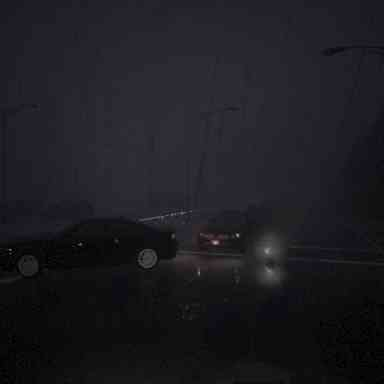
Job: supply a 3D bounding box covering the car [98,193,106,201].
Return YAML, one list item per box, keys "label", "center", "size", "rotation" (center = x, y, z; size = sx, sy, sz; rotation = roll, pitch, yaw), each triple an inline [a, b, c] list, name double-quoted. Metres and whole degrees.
- label: "car"
  center: [-20.299, 1.013, 70.935]
  size: [3.866, 1.878, 1.905]
  rotation: [0, 0, 18]

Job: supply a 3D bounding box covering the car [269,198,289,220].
- label: "car"
  center: [5.838, 1.474, 24.975]
  size: [2.128, 1.511, 4.902]
  rotation: [0, 0, 19]

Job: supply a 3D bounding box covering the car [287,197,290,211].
- label: "car"
  center: [7.709, 1.486, 30.541]
  size: [1.837, 1.490, 4.892]
  rotation: [0, 0, 19]

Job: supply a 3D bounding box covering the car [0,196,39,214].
- label: "car"
  center: [-15.152, 1.355, 29.404]
  size: [3.806, 1.475, 1.970]
  rotation: [0, 0, 18]

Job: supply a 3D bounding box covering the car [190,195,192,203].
- label: "car"
  center: [-2.484, 1.052, 44.674]
  size: [3.866, 1.878, 1.905]
  rotation: [0, 0, 18]

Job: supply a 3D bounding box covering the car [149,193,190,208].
- label: "car"
  center: [-3.018, 1.073, 41.788]
  size: [4.605, 1.855, 1.932]
  rotation: [0, 0, 18]

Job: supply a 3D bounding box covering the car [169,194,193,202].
- label: "car"
  center: [-2.187, 1.256, 68.705]
  size: [4.514, 1.523, 2.007]
  rotation: [0, 0, 18]

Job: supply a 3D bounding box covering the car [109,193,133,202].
- label: "car"
  center: [-13.887, 1.045, 65.314]
  size: [4.605, 1.855, 1.932]
  rotation: [0, 0, 18]

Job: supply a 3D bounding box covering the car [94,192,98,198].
- label: "car"
  center: [-21.937, 1.297, 67.978]
  size: [3.806, 1.475, 1.970]
  rotation: [0, 0, 18]

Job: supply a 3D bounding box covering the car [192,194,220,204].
- label: "car"
  center: [1.591, 1.124, 56.802]
  size: [5.027, 1.636, 2.152]
  rotation: [0, 0, 18]

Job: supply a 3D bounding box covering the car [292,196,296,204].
- label: "car"
  center: [19.248, 1.477, 64.875]
  size: [1.837, 1.490, 4.892]
  rotation: [0, -1, 19]

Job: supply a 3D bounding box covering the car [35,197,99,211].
- label: "car"
  center: [-9.067, 1.355, 24.216]
  size: [3.633, 1.501, 1.845]
  rotation: [0, 0, 18]

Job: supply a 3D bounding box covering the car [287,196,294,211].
- label: "car"
  center: [10.726, 1.541, 39.533]
  size: [1.994, 1.385, 4.181]
  rotation: [0, 0, 18]

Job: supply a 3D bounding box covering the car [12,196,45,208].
- label: "car"
  center: [-21.752, 1.273, 44.273]
  size: [3.633, 1.501, 1.845]
  rotation: [0, 0, 18]

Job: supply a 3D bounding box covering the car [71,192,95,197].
- label: "car"
  center: [-18.529, 1.248, 53.732]
  size: [4.514, 1.523, 2.007]
  rotation: [0, 0, 18]

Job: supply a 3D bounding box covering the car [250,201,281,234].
- label: "car"
  center: [3.934, 1.489, 19.327]
  size: [1.837, 1.490, 4.892]
  rotation: [0, 0, 19]

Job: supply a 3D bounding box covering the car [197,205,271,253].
- label: "car"
  center: [1.794, 1.514, 13.916]
  size: [1.812, 1.442, 4.674]
  rotation: [0, 0, 24]

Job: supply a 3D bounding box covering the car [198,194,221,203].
- label: "car"
  center: [3.328, 1.201, 62.988]
  size: [3.806, 1.475, 1.970]
  rotation: [0, 0, 18]

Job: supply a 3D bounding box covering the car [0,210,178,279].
- label: "car"
  center: [-2.920, 1.475, 9.917]
  size: [5.008, 1.535, 1.882]
  rotation: [0, 0, -19]
